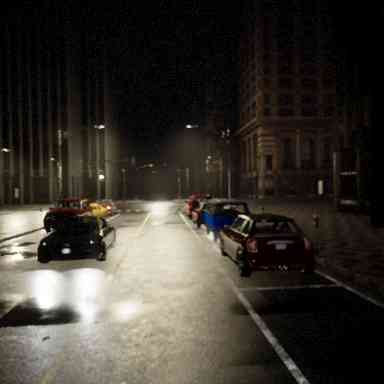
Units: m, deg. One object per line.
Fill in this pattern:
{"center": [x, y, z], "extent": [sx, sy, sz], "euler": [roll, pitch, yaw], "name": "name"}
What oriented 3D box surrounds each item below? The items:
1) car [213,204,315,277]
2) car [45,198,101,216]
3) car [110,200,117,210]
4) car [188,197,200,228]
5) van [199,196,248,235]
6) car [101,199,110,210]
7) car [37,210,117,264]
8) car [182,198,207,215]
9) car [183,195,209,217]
{"center": [2.013, 1.353, 10.066], "extent": [1.967, 1.590, 4.097], "euler": [-1, 0, -5], "name": "car"}
{"center": [-7.429, 1.344, 20.508], "extent": [2.192, 1.841, 5.009], "euler": [-1, 0, -5], "name": "car"}
{"center": [-8.372, 1.430, 31.673], "extent": [1.967, 1.590, 4.097], "euler": [-1, 0, -5], "name": "car"}
{"center": [1.067, 1.315, 21.229], "extent": [1.967, 1.590, 4.097], "euler": [-1, 0, -5], "name": "car"}
{"center": [1.537, 1.235, 15.647], "extent": [1.690, 1.788, 3.998], "euler": [-1, 0, -5], "name": "van"}
{"center": [-7.883, 1.535, 25.922], "extent": [1.752, 1.417, 4.829], "euler": [-1, 0, -5], "name": "car"}
{"center": [-3.917, 1.573, 11.922], "extent": [1.994, 1.385, 4.181], "euler": [-1, 0, -5], "name": "car"}
{"center": [0.123, 1.387, 32.394], "extent": [2.008, 1.369, 4.403], "euler": [-1, 0, -5], "name": "car"}
{"center": [0.591, 1.170, 26.811], "extent": [2.192, 1.841, 5.009], "euler": [-1, 0, -5], "name": "car"}
